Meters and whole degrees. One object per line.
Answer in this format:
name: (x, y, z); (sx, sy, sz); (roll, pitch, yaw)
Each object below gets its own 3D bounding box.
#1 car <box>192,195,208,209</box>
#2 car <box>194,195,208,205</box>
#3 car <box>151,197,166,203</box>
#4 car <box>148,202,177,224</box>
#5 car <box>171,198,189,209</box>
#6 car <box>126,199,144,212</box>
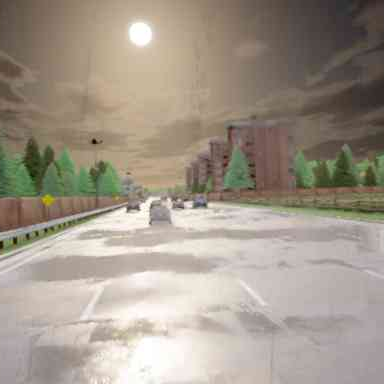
car: (1.246, 1.756, 53.984); (2.097, 1.767, 4.553); (-2, -1, -7)
car: (2.020, 1.789, 76.732); (2.150, 2.045, 5.566); (-2, 0, -7)
car: (-5.736, 2.045, 53.463); (2.097, 1.767, 4.553); (-2, -1, -7)
car: (-2.742, 1.904, 28.426); (2.033, 1.411, 5.357); (-2, 0, -7)
car: (-2.194, 2.092, 53.355); (2.033, 1.411, 5.357); (-2, 0, -7)
car: (-9.055, 2.170, 51.778); (2.097, 1.767, 4.553); (-2, -1, -7)
